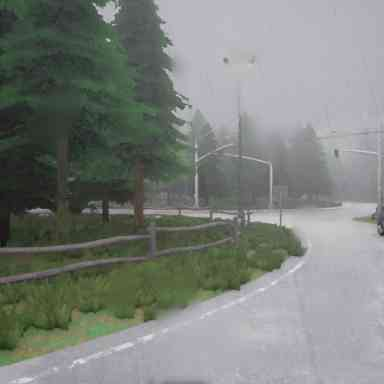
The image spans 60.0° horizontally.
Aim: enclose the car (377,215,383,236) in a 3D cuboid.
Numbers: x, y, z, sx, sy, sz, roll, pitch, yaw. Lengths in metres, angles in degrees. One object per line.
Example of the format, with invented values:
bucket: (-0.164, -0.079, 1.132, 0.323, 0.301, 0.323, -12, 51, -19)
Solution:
car: (10.275, 1.369, 15.423, 2.097, 1.767, 4.553, 0, 0, 15)
